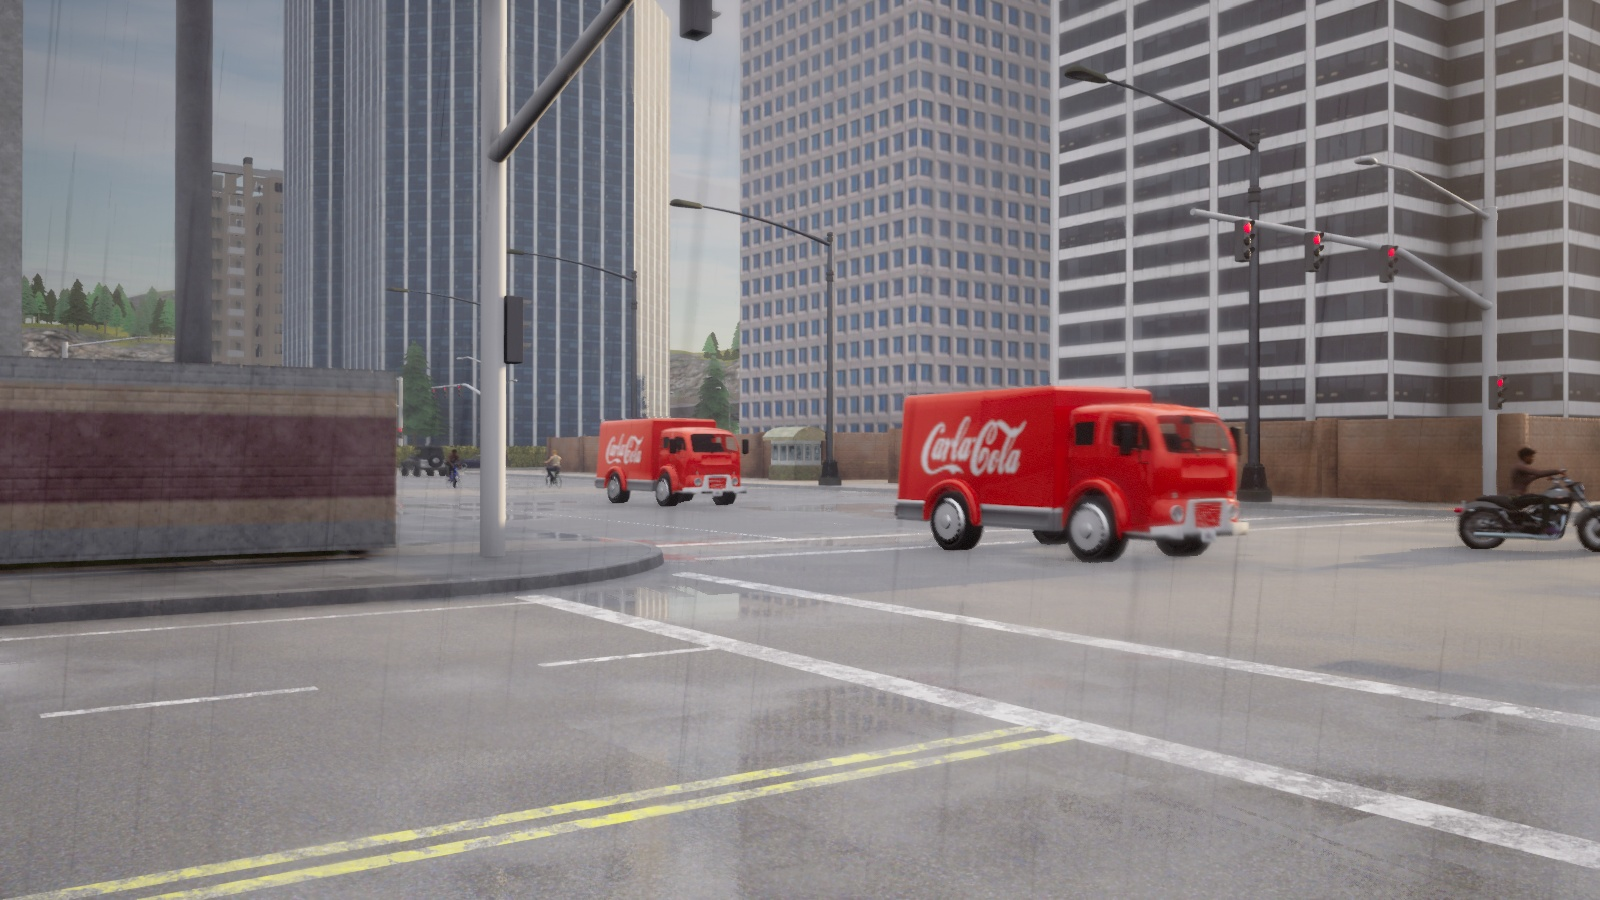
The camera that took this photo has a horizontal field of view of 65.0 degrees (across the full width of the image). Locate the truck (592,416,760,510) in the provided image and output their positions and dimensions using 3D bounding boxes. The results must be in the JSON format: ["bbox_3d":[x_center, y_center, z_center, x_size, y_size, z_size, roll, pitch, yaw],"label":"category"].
[{"bbox_3d":[-3.658,0.354,36.076,2.627,2.467,5.204,0,0,-35],"label":"truck"}]

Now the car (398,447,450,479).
[{"bbox_3d":[-22.863,0.776,76.313,1.905,1.878,3.866,0,0,-35],"label":"car"}]

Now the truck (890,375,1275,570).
[{"bbox_3d":[4.007,0.296,18.767,2.627,2.467,5.204,0,0,-35],"label":"truck"}]

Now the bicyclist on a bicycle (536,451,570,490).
[{"bbox_3d":[-10.181,0.829,51.725,0.866,1.612,1.509,0,0,-35],"label":"bicyclist on a bicycle"}]

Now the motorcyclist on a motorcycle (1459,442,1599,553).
[{"bbox_3d":[11.531,0.718,19.353,2.350,1.649,0.766,0,-1,20],"label":"motorcyclist on a motorcycle"}]
